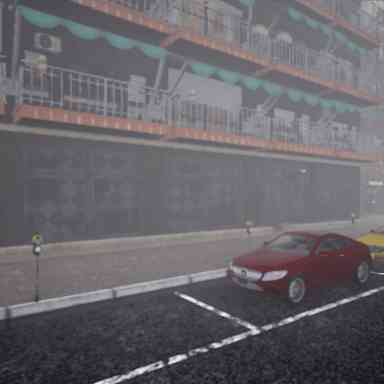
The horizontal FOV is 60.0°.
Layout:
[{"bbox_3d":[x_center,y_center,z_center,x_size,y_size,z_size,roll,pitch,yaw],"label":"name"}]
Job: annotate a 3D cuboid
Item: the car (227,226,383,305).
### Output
[{"bbox_3d":[2.754,1.599,8.058,4.206,1.307,1.802,0,0,-35],"label":"car"}]
